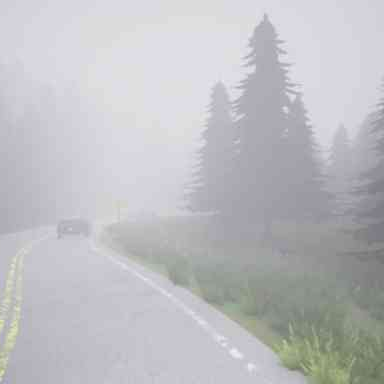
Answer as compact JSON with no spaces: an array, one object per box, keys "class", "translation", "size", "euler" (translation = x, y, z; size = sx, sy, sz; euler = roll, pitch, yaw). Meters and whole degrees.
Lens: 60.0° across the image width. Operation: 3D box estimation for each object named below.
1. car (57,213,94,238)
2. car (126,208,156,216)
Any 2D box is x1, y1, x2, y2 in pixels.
[{"class":"car","translation":[-7.897,2.193,22.841],"size":[1.882,1.535,5.008],"euler":[-2,-1,-11]},{"class":"car","translation":[-5.945,2.583,39.640],"size":[2.033,1.411,5.357],"euler":[0,-1,21]}]
